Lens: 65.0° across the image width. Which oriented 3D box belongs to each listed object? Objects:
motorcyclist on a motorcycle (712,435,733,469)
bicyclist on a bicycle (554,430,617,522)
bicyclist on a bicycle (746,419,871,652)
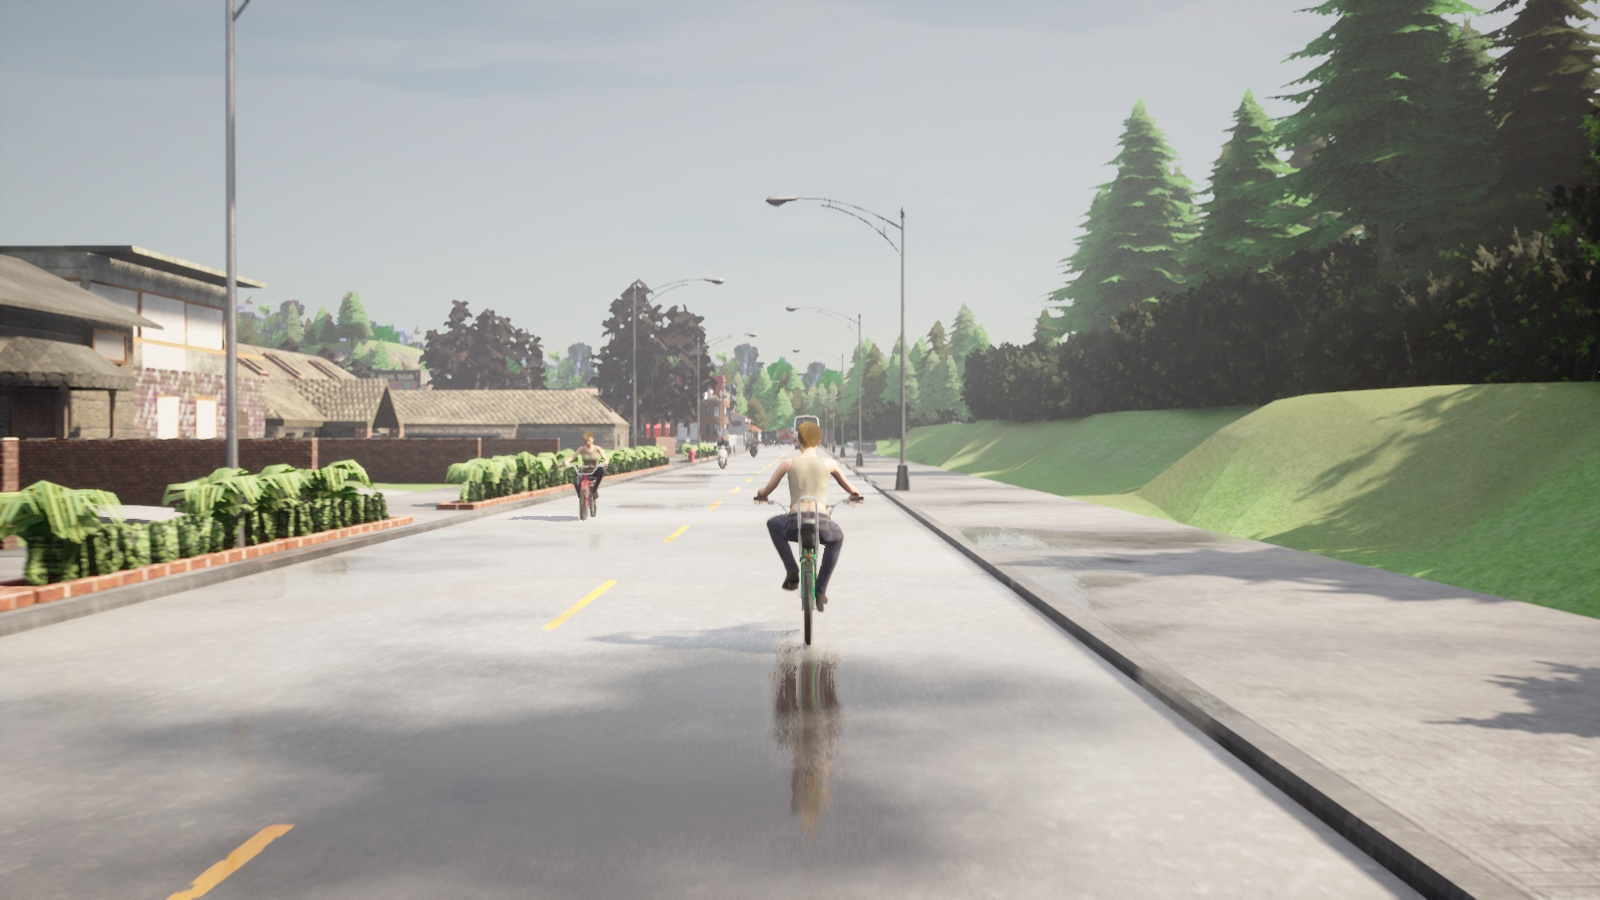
[{"bbox_3d":[-3.652,0.097,59.340,0.866,1.590,1.817,0,1,0],"label":"motorcyclist on a motorcycle"},{"bbox_3d":[-3.857,0.450,22.688,0.866,1.612,1.509,0,1,0],"label":"bicyclist on a bicycle"},{"bbox_3d":[0.064,0.587,9.447,0.866,1.612,1.509,0,1,1],"label":"bicyclist on a bicycle"}]
